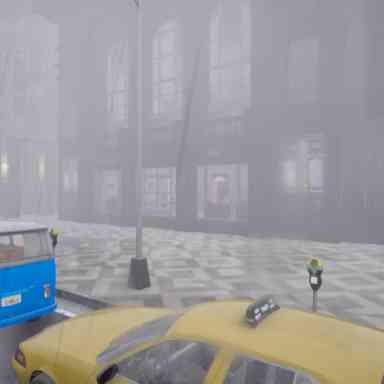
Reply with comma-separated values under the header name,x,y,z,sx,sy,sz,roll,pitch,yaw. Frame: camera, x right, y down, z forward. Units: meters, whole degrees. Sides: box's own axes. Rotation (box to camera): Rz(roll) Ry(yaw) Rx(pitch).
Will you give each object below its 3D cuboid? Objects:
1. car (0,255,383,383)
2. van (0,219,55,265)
name,x,y,z,sx,sy,sz,roll,pitch,yaw
car,0.320,1.525,2.734,4.829,1.417,1.752,0,0,36
van,-4.123,1.341,5.917,3.998,1.788,1.690,0,0,36
